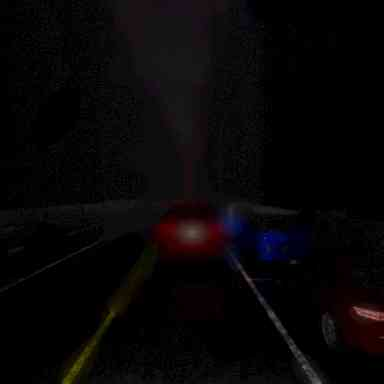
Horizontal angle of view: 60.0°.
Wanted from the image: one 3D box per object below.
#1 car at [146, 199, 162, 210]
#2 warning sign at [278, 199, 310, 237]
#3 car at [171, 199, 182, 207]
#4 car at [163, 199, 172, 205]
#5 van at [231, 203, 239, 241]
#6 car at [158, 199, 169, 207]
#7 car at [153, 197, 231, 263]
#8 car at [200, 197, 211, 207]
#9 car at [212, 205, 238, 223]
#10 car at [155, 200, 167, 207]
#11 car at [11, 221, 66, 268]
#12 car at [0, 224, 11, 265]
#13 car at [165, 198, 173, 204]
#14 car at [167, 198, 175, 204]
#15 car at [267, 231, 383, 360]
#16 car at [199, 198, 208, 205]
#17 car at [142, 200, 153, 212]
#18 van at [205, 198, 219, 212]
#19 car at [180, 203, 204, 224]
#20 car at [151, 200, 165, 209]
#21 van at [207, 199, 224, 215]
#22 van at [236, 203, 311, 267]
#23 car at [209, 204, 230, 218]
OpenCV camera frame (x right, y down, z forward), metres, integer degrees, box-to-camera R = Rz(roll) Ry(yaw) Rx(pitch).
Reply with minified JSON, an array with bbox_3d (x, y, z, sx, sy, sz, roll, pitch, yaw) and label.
[{"bbox_3d":[-5.767,1.935,51.339,1.967,1.590,4.097,0,-1,0],"label":"car"},{"bbox_3d":[5.065,1.270,16.587,1.300,1.860,1.060,0,-1,0],"label":"warning sign"},{"bbox_3d":[-3.029,2.151,64.573,1.812,1.442,4.674,0,-1,1],"label":"car"},{"bbox_3d":[-5.769,2.321,79.724,1.887,1.381,4.507,0,-1,0],"label":"car"},{"bbox_3d":[2.761,1.502,17.280,1.690,1.788,3.998,0,-1,0],"label":"van"},{"bbox_3d":[-5.768,2.186,68.199,1.752,1.417,4.829,0,-1,0],"label":"car"},{"bbox_3d":[0.006,1.342,12.604,2.150,2.045,5.566,0,0,0],"label":"car"},{"bbox_3d":[2.757,1.978,68.375,2.192,1.841,5.009,0,-1,0],"label":"car"},{"bbox_3d":[2.760,1.853,28.632,1.802,1.307,4.206,0,-1,0],"label":"car"},{"bbox_3d":[-5.768,2.173,62.692,1.947,1.339,4.313,0,-1,0],"label":"car"},{"bbox_3d":[-5.764,1.690,11.598,1.802,1.307,4.206,0,-1,0],"label":"car"},{"bbox_3d":[-5.763,1.370,5.923,2.192,1.841,5.009,0,-1,0],"label":"car"},{"bbox_3d":[-5.770,2.359,85.231,1.752,1.417,4.829,0,-1,0],"label":"car"},{"bbox_3d":[-5.770,2.439,91.077,1.887,1.381,4.507,0,-1,0],"label":"car"},{"bbox_3d":[2.762,1.637,5.923,1.802,1.307,4.206,0,-1,0],"label":"car"},{"bbox_3d":[2.756,2.217,79.730,1.967,1.590,4.097,0,-1,0],"label":"car"},{"bbox_3d":[-5.766,1.990,45.661,2.008,1.369,4.403,0,-1,0],"label":"car"},{"bbox_3d":[2.759,1.780,45.667,1.690,1.788,3.998,0,-1,0],"label":"van"},{"bbox_3d":[0.013,1.777,28.530,1.837,1.490,4.892,0,0,0],"label":"car"},{"bbox_3d":[-5.767,2.074,56.845,1.752,1.417,4.829,0,-1,0],"label":"car"},{"bbox_3d":[2.759,1.724,39.989,1.690,1.788,3.998,0,-1,0],"label":"van"},{"bbox_3d":[2.762,1.449,11.603,1.690,1.788,3.998,0,-1,0],"label":"van"},{"bbox_3d":[2.760,1.909,34.309,1.802,1.307,4.206,0,-1,0],"label":"car"}]
